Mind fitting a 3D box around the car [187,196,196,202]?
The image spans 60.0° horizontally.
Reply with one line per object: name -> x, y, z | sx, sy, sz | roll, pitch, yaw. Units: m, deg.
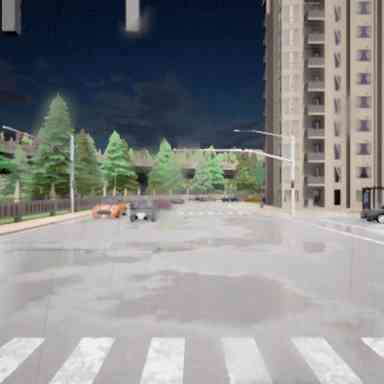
car -> 0.787, 1.552, 75.420 | 2.128, 1.511, 4.902 | 0, 0, 34

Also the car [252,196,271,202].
car -> 16.666, 1.581, 79.536 | 4.181, 1.385, 1.994 | 0, 0, -24

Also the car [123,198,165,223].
car -> -3.589, 1.506, 25.885 | 2.128, 1.511, 4.902 | 0, 0, 0

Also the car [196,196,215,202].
car -> 3.304, 1.578, 72.939 | 1.994, 1.385, 4.181 | 0, 0, 34

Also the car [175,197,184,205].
car -> -2.747, 1.584, 58.321 | 1.994, 1.385, 4.181 | 0, 0, 11

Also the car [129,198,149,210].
car -> -7.018, 1.522, 44.582 | 1.837, 1.490, 4.892 | 0, 0, 1

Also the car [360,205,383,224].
car -> 15.375, 1.569, 25.171 | 4.892, 1.490, 1.837 | 0, 0, 0

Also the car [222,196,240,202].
car -> 8.567, 1.551, 73.679 | 4.674, 1.442, 1.812 | 0, 0, -42

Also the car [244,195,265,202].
car -> 13.579, 1.504, 73.488 | 5.008, 1.535, 1.882 | 0, 0, -37

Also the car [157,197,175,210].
car -> -3.560, 1.616, 42.285 | 1.895, 1.301, 4.718 | 0, 0, 0

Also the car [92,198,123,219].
car -> -7.090, 1.362, 28.957 | 2.097, 1.767, 4.553 | 0, 0, 0

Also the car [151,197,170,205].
car -> -5.747, 1.623, 61.310 | 1.895, 1.301, 4.718 | 0, 0, 14
